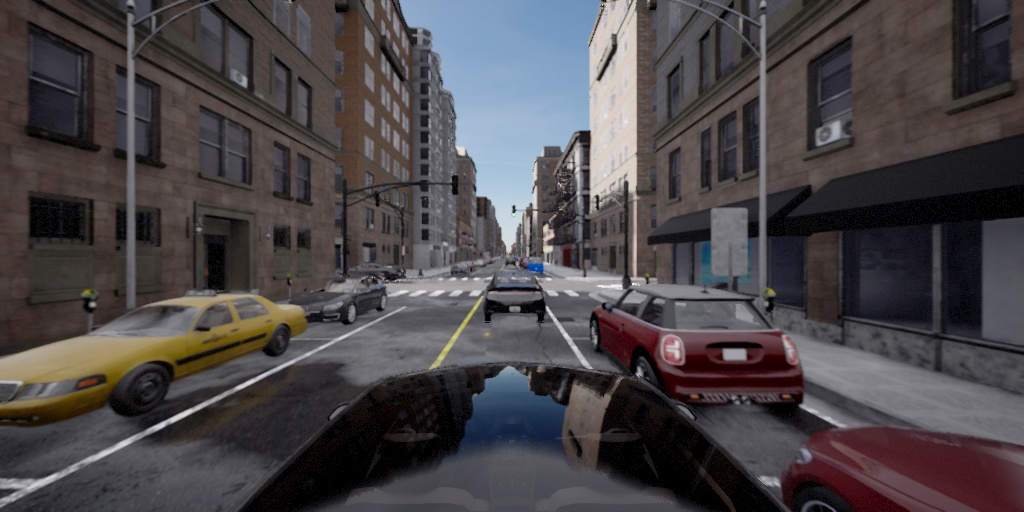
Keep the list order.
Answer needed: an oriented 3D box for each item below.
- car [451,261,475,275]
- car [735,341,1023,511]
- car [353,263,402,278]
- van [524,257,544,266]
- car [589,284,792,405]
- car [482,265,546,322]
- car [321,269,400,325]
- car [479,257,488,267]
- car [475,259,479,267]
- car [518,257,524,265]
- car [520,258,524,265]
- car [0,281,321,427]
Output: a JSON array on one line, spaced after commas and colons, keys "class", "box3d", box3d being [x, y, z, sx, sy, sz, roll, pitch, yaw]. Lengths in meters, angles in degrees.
[{"class": "car", "box3d": [-5.524, 1.289, 38.736, 2.007, 1.370, 4.403, 0, 0, 0]}, {"class": "car", "box3d": [2.644, 1.331, 0.656, 1.802, 1.307, 4.207, 0, 0, 0]}, {"class": "car", "box3d": [-10.500, 1.215, 26.488, 4.674, 1.442, 1.812, 0, -1, 6]}, {"class": "van", "box3d": [2.501, 1.077, 38.775, 1.690, 1.789, 3.998, 0, 0, 0]}, {"class": "car", "box3d": [2.623, 1.188, 6.175, 1.967, 1.591, 4.097, 0, 0, 0]}, {"class": "car", "box3d": [0.066, 1.238, 12.227, 2.128, 1.511, 4.902, 0, 0, 0]}, {"class": "car", "box3d": [-5.422, 1.299, 11.655, 2.007, 1.370, 4.403, 0, 0, 0]}, {"class": "car", "box3d": [-5.608, 1.252, 61.294, 1.751, 1.417, 4.829, 0, 0, 0]}, {"class": "car", "box3d": [-5.545, 1.281, 44.418, 1.888, 1.381, 4.507, 0, 0, 0]}, {"class": "car", "box3d": [2.416, 1.306, 61.501, 1.802, 1.307, 4.207, 0, 0, 0]}, {"class": "car", "box3d": [2.459, 1.313, 50.137, 1.802, 1.307, 4.207, 0, 0, 0]}, {"class": "car", "box3d": [-5.401, 1.275, 5.966, 1.751, 1.417, 4.829, 0, 0, 0]}]
